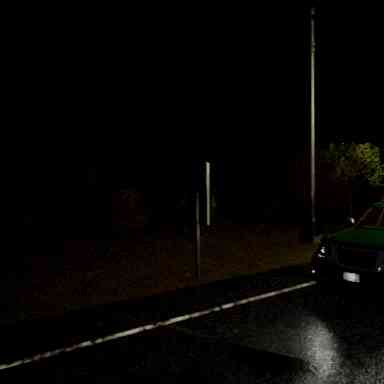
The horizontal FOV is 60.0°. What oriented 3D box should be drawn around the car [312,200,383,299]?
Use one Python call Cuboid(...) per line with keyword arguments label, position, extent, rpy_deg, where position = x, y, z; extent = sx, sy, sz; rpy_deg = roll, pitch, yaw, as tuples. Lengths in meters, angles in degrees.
Cuboid(label="car", position=(5.160, 1.198, 7.700), extent=(5.566, 2.045, 2.150), rpy_deg=(0, 0, -36))
